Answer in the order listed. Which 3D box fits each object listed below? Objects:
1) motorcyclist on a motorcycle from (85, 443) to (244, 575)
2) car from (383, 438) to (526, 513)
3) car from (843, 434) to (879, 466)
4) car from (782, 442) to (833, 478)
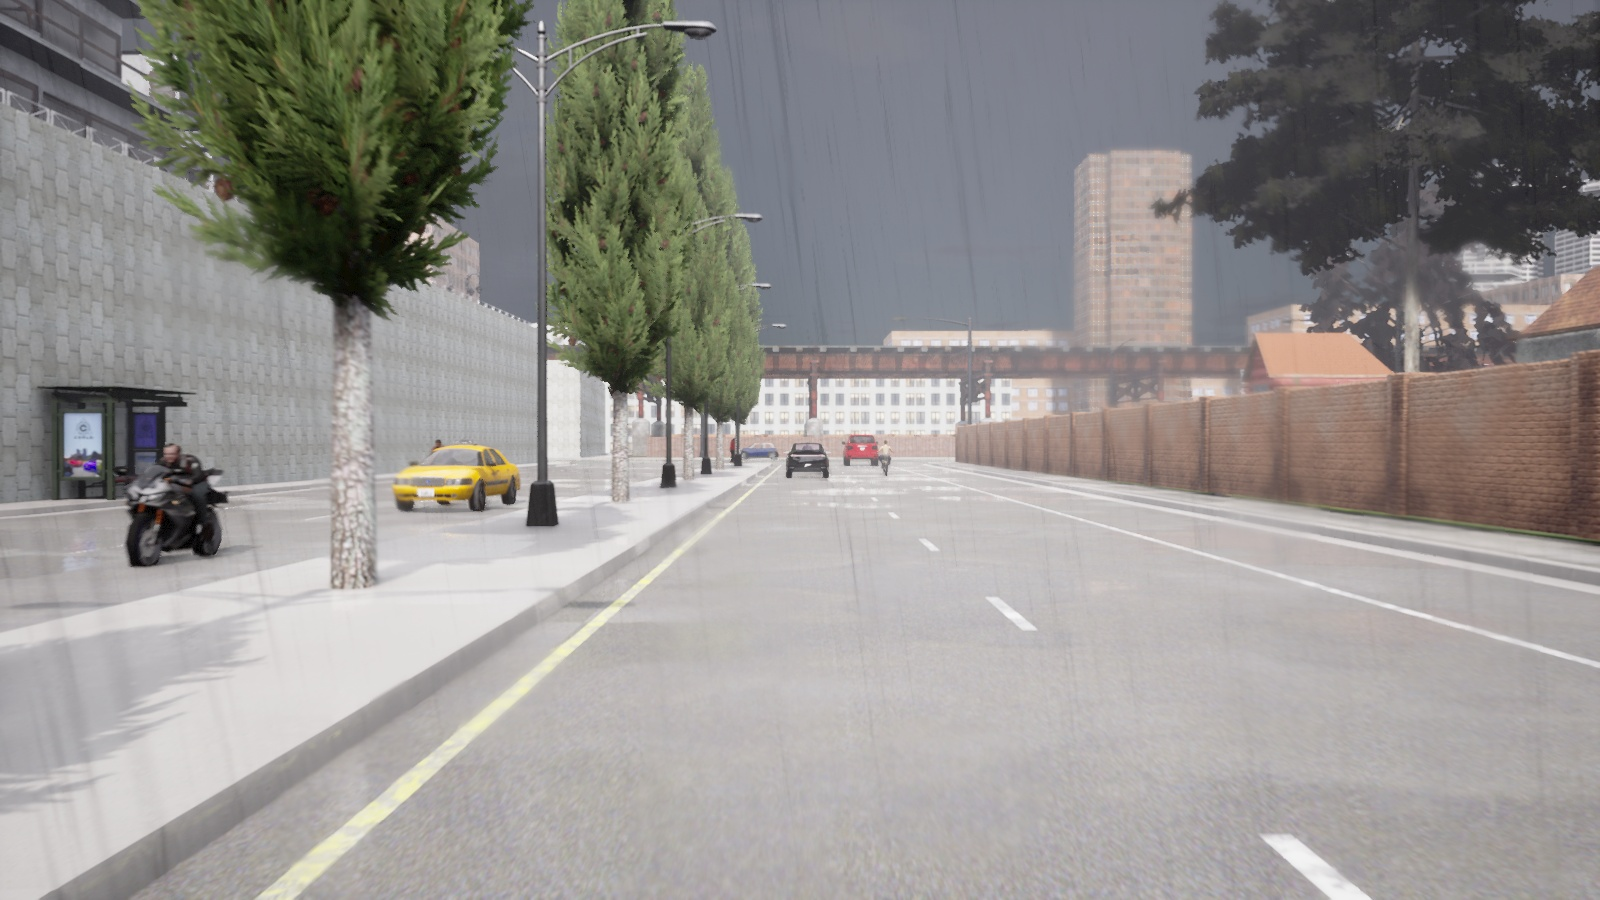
[{"bbox_3d":[-7.895,0.681,15.732,0.866,1.530,2.191,0,0,0],"label":"motorcyclist on a motorcycle"},{"bbox_3d":[-7.820,0.516,29.016,1.801,1.575,5.366,0,0,0],"label":"car"},{"bbox_3d":[3.985,0.004,82.534,2.150,2.045,5.566,0,0,0],"label":"car"},{"bbox_3d":[0.329,0.392,55.173,2.128,1.511,4.902,0,0,0],"label":"car"}]
